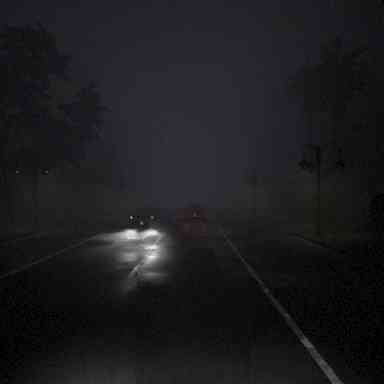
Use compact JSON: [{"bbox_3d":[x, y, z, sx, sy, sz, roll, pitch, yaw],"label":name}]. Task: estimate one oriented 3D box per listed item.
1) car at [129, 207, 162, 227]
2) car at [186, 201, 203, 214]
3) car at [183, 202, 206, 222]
[{"bbox_3d":[-3.404,1.833,24.827,1.895,1.301,4.718,0,-1,0],"label":"car"},{"bbox_3d":[0.275,1.938,41.725,2.033,1.411,5.357,0,-1,0],"label":"car"},{"bbox_3d":[0.223,1.753,29.464,1.882,1.535,5.008,0,0,0],"label":"car"}]
